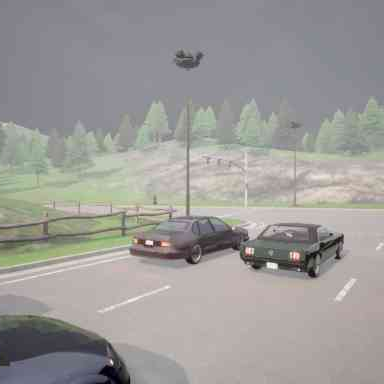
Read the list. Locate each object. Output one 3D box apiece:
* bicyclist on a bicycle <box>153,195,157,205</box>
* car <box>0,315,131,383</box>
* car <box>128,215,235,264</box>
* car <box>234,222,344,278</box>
[{"bbox_3d":[-5.794,1.302,51.935,0.582,1.620,1.656,0,0,14],"label":"bicyclist on a bicycle"},{"bbox_3d":[-2.365,1.564,2.055,1.994,1.385,4.181,0,0,35],"label":"car"},{"bbox_3d":[0.174,1.547,11.918,2.033,1.411,5.357,0,0,35],"label":"car"},{"bbox_3d":[3.342,1.601,10.338,1.895,1.301,4.718,0,0,35],"label":"car"}]
